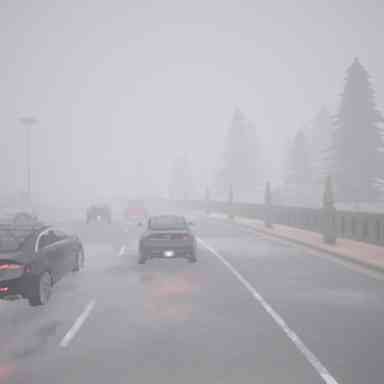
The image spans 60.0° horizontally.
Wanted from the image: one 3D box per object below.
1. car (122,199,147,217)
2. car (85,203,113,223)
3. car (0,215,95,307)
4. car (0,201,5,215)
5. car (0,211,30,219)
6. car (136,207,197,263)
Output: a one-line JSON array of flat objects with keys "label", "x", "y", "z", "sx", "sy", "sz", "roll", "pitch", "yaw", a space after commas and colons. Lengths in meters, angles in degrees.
[{"label": "car", "x": -5.705, "y": 1.500, "z": 32.896, "sx": 2.097, "sy": 1.767, "sz": 4.553, "roll": 0, "pitch": 0, "yaw": -18}, {"label": "car", "x": -7.515, "y": 1.646, "z": 26.936, "sx": 1.837, "sy": 1.490, "sz": 4.892, "roll": 0, "pitch": 0, "yaw": -15}, {"label": "car", "x": -3.989, "y": 1.546, "z": 8.026, "sx": 2.128, "sy": 1.511, "sz": 4.902, "roll": 0, "pitch": 0, "yaw": -5}, {"label": "car", "x": -23.393, "y": 1.840, "z": 39.140, "sx": 2.033, "sy": 1.411, "sz": 5.357, "roll": 0, "pitch": 0, "yaw": -25}, {"label": "car", "x": -8.560, "y": 1.638, "z": 15.885, "sx": 1.812, "sy": 1.442, "sz": 4.674, "roll": 0, "pitch": 0, "yaw": -9}, {"label": "car", "x": -0.960, "y": 1.554, "z": 12.203, "sx": 1.837, "sy": 1.490, "sz": 4.892, "roll": 0, "pitch": 0, "yaw": -7}]
